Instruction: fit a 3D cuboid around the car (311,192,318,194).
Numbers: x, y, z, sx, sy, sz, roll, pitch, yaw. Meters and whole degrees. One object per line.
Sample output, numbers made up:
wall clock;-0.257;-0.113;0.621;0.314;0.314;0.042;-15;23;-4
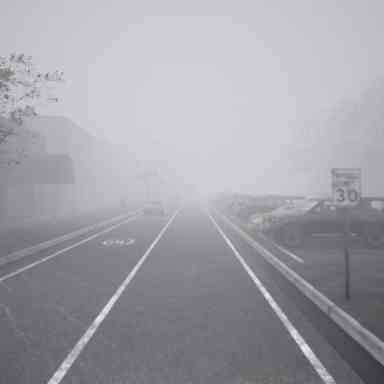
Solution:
car;18.795;1.105;42.767;5.566;2.045;2.435;0;1;0

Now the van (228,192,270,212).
van;5.594;1.211;28.135;4.442;1.987;1.878;0;0;0

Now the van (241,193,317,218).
van;5.836;1.222;22.525;4.442;1.987;1.878;0;0;0

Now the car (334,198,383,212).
car;18.804;1.427;37.217;4.792;1.488;2.163;0;0;0

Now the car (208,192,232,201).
car;5.617;0.994;67.384;4.553;1.767;2.185;0;1;0

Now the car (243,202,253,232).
car;5.543;1.454;16.918;5.366;1.575;1.946;0;0;0

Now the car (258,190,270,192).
car;18.663;0.652;90.195;5.566;2.045;2.435;0;1;0

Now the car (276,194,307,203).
car;18.551;1.168;62.198;5.366;1.575;1.946;0;1;0

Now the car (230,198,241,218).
car;5.709;1.442;25.328;5.008;1.535;2.097;0;0;0

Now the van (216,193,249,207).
van;5.796;1.081;47.762;4.442;1.987;1.878;0;1;0

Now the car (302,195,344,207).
car;18.944;1.301;48.320;5.366;1.575;1.946;0;1;0

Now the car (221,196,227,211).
car;5.731;1.447;33.740;4.792;1.488;2.163;0;0;0

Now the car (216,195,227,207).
car;5.699;1.382;39.351;4.892;1.521;2.231;0;0;0

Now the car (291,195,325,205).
car;18.721;1.280;53.871;4.792;1.488;2.163;0;1;0

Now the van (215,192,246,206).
van;5.791;1.054;50.565;4.442;1.987;1.878;0;1;0

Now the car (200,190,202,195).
car;5.599;0.852;95.414;5.008;1.535;2.097;0;1;0

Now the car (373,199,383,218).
car;18.783;1.436;28.885;5.008;1.535;2.097;0;0;0

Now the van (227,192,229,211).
van;5.822;1.201;30.937;4.442;1.987;1.878;0;0;0

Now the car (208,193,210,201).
car;5.659;1.240;58.977;4.674;1.452;2.002;0;1;0

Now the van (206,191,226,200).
van;5.518;0.813;75.793;4.442;1.987;1.878;0;1;0

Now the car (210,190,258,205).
car;5.656;1.083;44.957;5.566;2.045;2.435;0;1;0

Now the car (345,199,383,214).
car;18.750;1.446;34.434;4.792;1.488;2.163;0;0;0

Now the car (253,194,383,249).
car;5.704;1.210;14.114;5.566;2.045;2.435;0;0;0

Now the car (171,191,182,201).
car;-3.266;0.791;71.551;2.150;2.045;5.566;0;1;0

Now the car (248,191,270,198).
car;18.659;0.626;92.856;5.566;2.045;2.435;0;1;0

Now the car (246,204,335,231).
car;5.726;1.492;19.722;4.674;1.452;2.002;0;0;0

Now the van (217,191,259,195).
van;5.805;1.134;42.157;4.442;1.987;1.878;0;0;0

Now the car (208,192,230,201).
car;5.612;0.967;70.188;4.553;1.767;2.185;0;1;0

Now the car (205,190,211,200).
car;5.629;0.922;61.777;5.566;2.045;2.435;0;1;0

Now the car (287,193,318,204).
car;18.776;1.098;56.647;4.553;1.767;2.185;0;1;0

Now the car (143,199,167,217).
car;-3.354;1.419;30.783;1.837;1.490;4.892;0;0;0

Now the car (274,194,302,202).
car;18.737;1.145;64.975;4.892;1.521;2.231;0;1;0

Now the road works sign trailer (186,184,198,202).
road works sign trailer;-0.023;0.106;67.479;2.380;3.560;2.880;0;1;1

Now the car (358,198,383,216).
car;18.969;1.423;31.663;5.366;1.575;1.946;0;0;0

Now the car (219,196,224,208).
car;5.694;1.441;36.548;4.674;1.452;2.002;0;0;0

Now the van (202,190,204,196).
van;5.500;0.706;87.005;4.442;1.987;1.878;0;1;0
